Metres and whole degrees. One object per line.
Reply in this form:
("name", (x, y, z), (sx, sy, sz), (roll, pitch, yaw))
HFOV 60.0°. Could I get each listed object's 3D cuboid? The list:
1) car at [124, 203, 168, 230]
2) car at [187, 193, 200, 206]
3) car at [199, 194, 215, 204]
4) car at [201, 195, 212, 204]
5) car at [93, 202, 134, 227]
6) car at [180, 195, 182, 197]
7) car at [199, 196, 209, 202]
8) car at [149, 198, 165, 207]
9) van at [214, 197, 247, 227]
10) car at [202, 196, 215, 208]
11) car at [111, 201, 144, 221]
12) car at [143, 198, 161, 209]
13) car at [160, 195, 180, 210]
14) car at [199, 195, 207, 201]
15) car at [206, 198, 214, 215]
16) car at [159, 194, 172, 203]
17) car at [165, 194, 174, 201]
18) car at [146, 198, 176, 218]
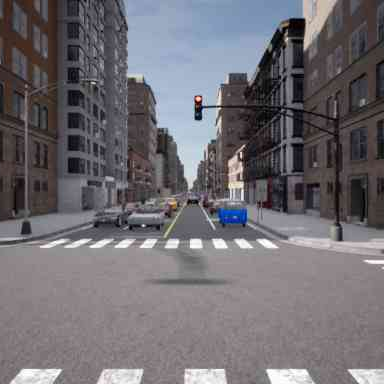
("car", (-2.804, 1.597, 21.136), (1.895, 1.301, 4.718), (0, 0, -1))
("car", (0.152, 1.456, 56.189), (1.882, 1.535, 5.008), (0, 0, 0))
("car", (2.675, 1.298, 50.839), (2.192, 1.841, 5.009), (0, 0, 0))
("car", (2.683, 1.414, 62.201), (1.967, 1.590, 4.097), (0, 0, 0))
("car", (-5.372, 1.547, 22.429), (2.008, 1.369, 4.403), (0, 0, 0))
("car", (-2.773, 1.585, 50.032), (1.895, 1.301, 4.718), (0, 0, 0))
("car", (2.691, 1.514, 73.563), (2.008, 1.369, 4.403), (0, 0, 0))
("car", (-5.350, 1.549, 50.839), (1.947, 1.339, 4.313), (0, 0, 0))
("van", (2.653, 1.337, 22.432), (1.690, 1.788, 3.998), (0, 0, 0))
("car", (2.670, 1.570, 45.157), (1.802, 1.307, 4.206), (0, 0, 0))
("car", (-5.367, 1.540, 28.111), (1.887, 1.381, 4.507), (0, 0, 0))
("car", (-5.355, 1.514, 44.987), (1.752, 1.417, 4.829), (0, 0, 0))
("car", (-2.814, 1.469, 39.927), (1.882, 1.535, 5.008), (0, 0, 0))
("car", (2.700, 1.520, 84.926), (1.947, 1.339, 4.313), (0, 0, 0))
("car", (2.662, 1.576, 33.794), (1.802, 1.307, 4.206), (0, 0, 0))
("car", (-5.338, 1.284, 67.884), (2.192, 1.841, 5.009), (0, 0, 0))
("car", (-5.330, 1.399, 79.247), (1.967, 1.590, 4.097), (0, 0, 0))
("car", (-2.824, 1.558, 30.280), (1.994, 1.385, 4.181), (0, 0, 0))
